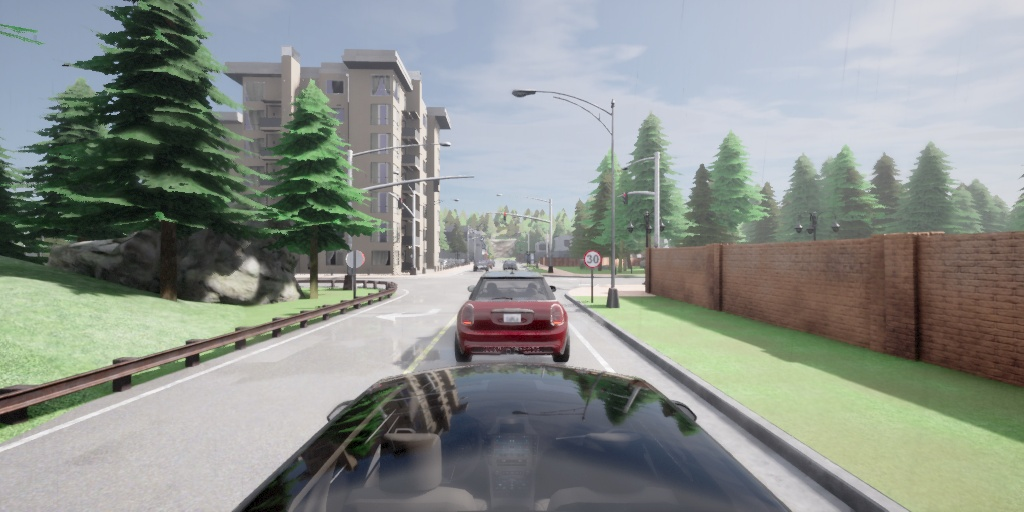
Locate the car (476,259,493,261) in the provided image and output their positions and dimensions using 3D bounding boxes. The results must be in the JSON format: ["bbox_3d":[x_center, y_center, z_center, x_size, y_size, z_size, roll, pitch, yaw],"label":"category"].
[{"bbox_3d":[-3.982,1.241,46.675,2.128,1.511,4.902,0,0,-1],"label":"car"}]

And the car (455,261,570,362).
[{"bbox_3d":[0.005,1.102,8.354,2.097,1.767,4.553,0,0,0],"label":"car"}]
